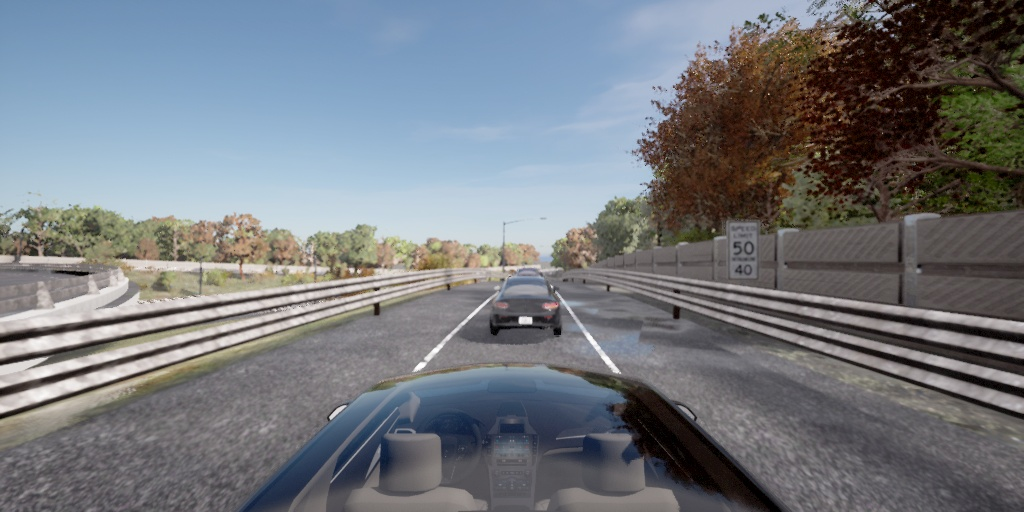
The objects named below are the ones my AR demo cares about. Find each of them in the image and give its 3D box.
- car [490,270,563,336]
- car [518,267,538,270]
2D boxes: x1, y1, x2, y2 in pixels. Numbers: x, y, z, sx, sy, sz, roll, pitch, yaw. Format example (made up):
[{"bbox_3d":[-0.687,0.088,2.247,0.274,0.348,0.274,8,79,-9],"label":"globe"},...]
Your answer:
[{"bbox_3d":[0.422,1.314,10.462,1.812,1.442,4.674,0,0,3],"label":"car"},{"bbox_3d":[0.999,1.486,23.053,1.812,1.442,4.674,0,-1,3],"label":"car"}]
